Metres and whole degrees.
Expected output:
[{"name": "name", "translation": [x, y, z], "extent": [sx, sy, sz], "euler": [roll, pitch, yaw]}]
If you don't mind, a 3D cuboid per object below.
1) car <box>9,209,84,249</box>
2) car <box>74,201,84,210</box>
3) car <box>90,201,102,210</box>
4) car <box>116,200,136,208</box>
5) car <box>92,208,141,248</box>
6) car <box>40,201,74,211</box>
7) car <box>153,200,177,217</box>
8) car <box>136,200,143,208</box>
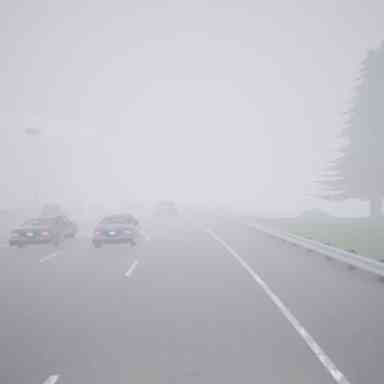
[{"name": "car", "translation": [-7.088, 1.858, 16.472], "extent": [2.033, 1.411, 5.357], "euler": [-2, 0, -6]}, {"name": "car", "translation": [-18.006, 2.202, 51.805], "extent": [2.097, 1.767, 4.553], "euler": [-2, 0, -19]}, {"name": "car", "translation": [-17.624, 2.424, 61.224], "extent": [1.812, 1.442, 4.674], "euler": [-1, -1, -22]}, {"name": "car", "translation": [-10.287, 1.967, 50.483], "extent": [2.097, 1.767, 4.553], "euler": [-2, 0, -17]}, {"name": "car", "translation": [-3.523, 1.751, 16.063], "extent": [2.033, 1.411, 5.357], "euler": [-2, 0, -6]}, {"name": "car", "translation": [-12.843, 1.922, 31.151], "extent": [2.097, 1.767, 4.553], "euler": [-2, 0, -10]}, {"name": "car", "translation": [-2.879, 1.655, 34.964], "extent": [2.097, 1.767, 4.553], "euler": [-2, 0, -11]}, {"name": "car", "translation": [-10.354, 2.251, 61.666], "extent": [1.994, 1.385, 4.181], "euler": [-1, 0, -21]}]
